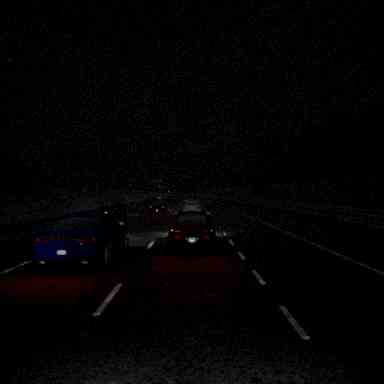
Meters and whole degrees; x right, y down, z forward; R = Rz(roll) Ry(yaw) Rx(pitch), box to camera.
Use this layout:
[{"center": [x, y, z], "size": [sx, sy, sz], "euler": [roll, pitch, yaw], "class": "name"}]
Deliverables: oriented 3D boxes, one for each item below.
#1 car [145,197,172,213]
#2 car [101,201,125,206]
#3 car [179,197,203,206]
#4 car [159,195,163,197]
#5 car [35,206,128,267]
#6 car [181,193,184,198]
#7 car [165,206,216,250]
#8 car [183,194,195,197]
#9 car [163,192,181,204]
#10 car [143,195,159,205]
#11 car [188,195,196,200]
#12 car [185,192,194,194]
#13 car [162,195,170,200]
[{"center": [-3.503, 1.550, 35.690], "size": [1.895, 1.301, 4.718], "euler": [0, 0, 0], "class": "car"}, {"center": [-7.002, 1.487, 29.386], "size": [1.812, 1.442, 4.674], "euler": [0, 0, 0], "class": "car"}, {"center": [-0.001, 1.486, 30.285], "size": [1.812, 1.442, 4.674], "euler": [0, 0, 0], "class": "car"}, {"center": [-7.002, 1.421, 74.432], "size": [2.128, 1.511, 4.902], "euler": [0, 0, 0], "class": "car"}, {"center": [-3.500, 1.470, 11.412], "size": [1.882, 1.535, 5.008], "euler": [0, 0, 0], "class": "car"}, {"center": [-3.502, 1.121, 74.472], "size": [2.150, 2.045, 5.566], "euler": [0, 0, 0], "class": "car"}, {"center": [0.000, 1.515, 14.094], "size": [1.812, 1.442, 4.674], "euler": [0, 0, 0], "class": "car"}, {"center": [0.000, 1.473, 49.173], "size": [2.033, 1.411, 5.357], "euler": [0, 0, 0], "class": "car"}, {"center": [-3.502, 1.264, 59.004], "size": [2.097, 1.767, 4.553], "euler": [0, 0, 0], "class": "car"}, {"center": [-7.002, 1.443, 55.471], "size": [1.812, 1.442, 4.674], "euler": [0, 0, 0], "class": "car"}, {"center": [-0.002, 1.431, 92.517], "size": [1.994, 1.385, 4.181], "euler": [0, 0, 0], "class": "car"}, {"center": [-0.002, 1.421, 74.420], "size": [2.128, 1.511, 4.902], "euler": [0, 0, 0], "class": "car"}, {"center": [-7.002, 1.433, 90.518], "size": [1.994, 1.385, 4.181], "euler": [0, 0, 0], "class": "car"}]
